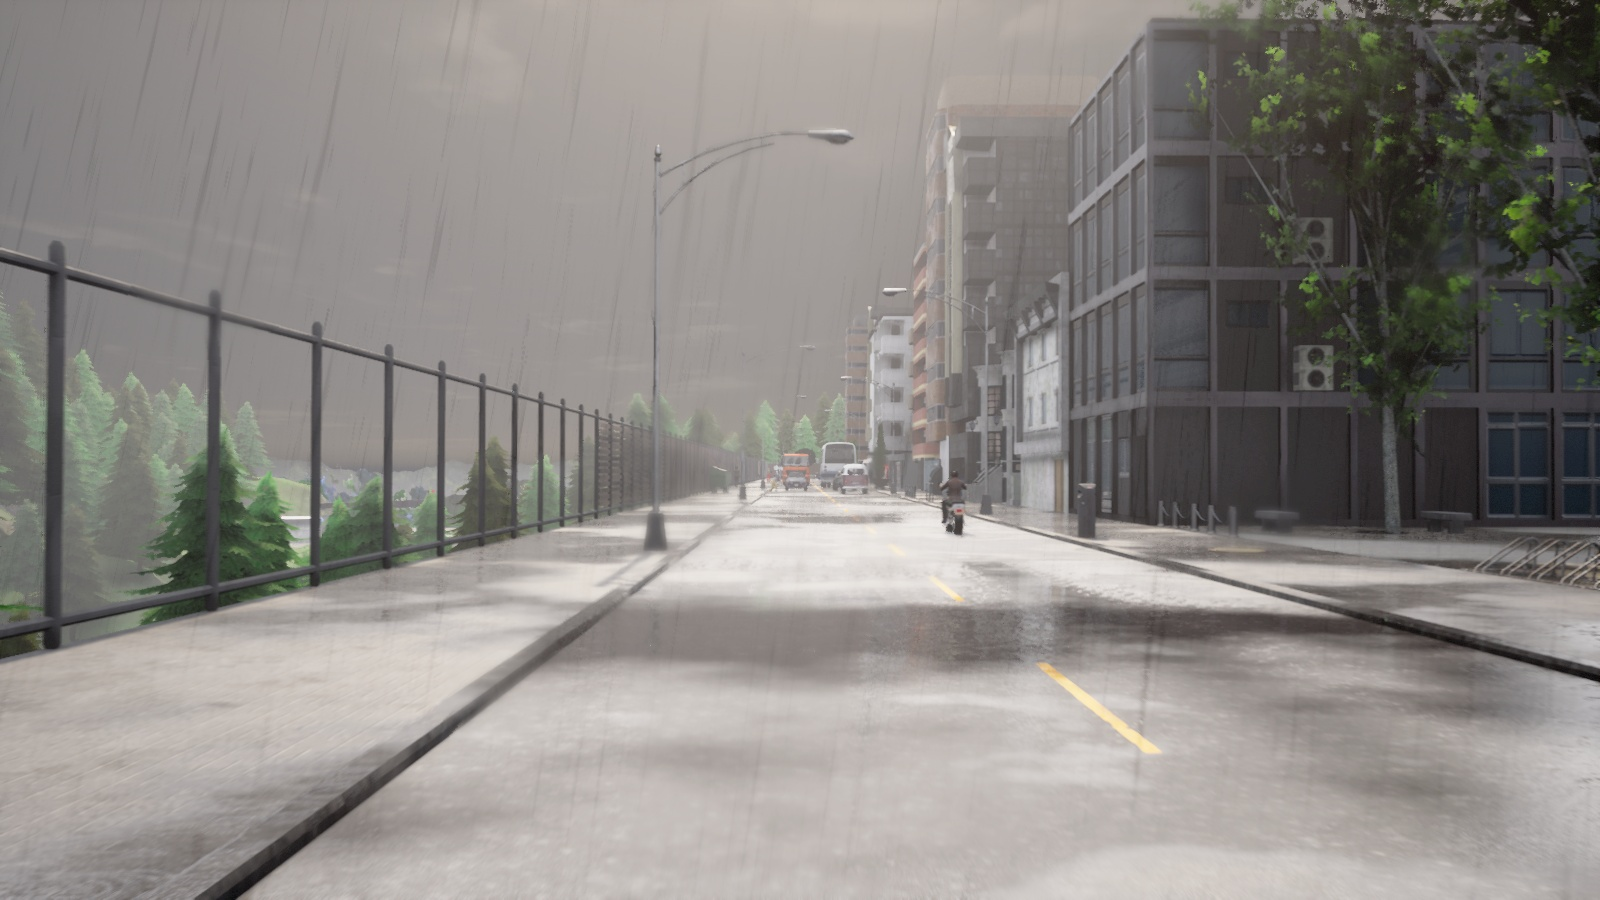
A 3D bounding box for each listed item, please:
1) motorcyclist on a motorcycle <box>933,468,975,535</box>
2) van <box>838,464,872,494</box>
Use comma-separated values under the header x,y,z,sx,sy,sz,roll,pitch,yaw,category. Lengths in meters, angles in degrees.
x,y,z,sx,sy,sz,roll,pitch,yaw,category
3.910,1.285,31.993,0.766,1.649,2.350,0,-1,0,motorcyclist on a motorcycle
3.759,1.971,86.505,2.069,2.038,4.480,0,-1,0,van
